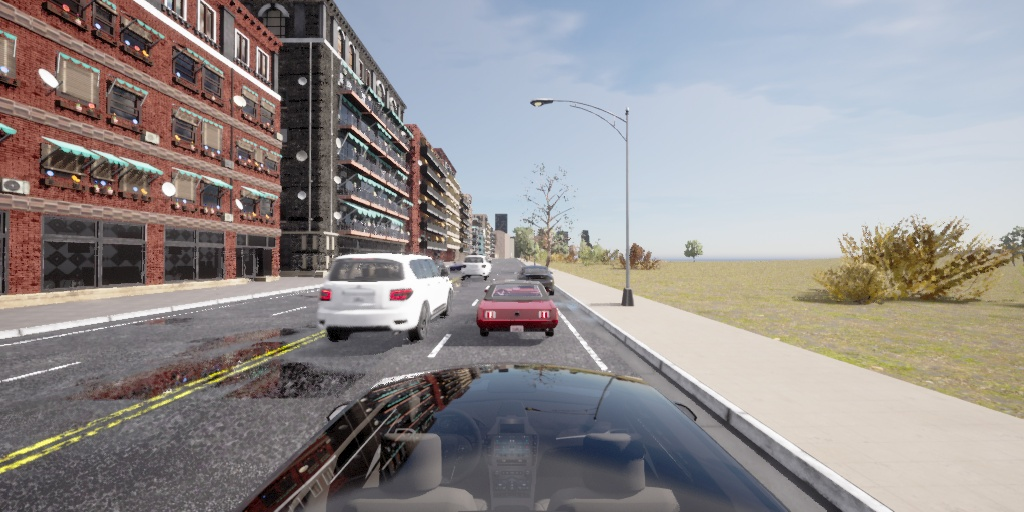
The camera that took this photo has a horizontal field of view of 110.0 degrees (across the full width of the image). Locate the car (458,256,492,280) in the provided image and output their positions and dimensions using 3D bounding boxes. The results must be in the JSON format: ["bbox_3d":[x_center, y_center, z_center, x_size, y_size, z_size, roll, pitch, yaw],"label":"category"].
[{"bbox_3d":[-3.039,0.977,31.271,2.150,2.045,5.566,0,0,0],"label":"car"}]

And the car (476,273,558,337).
[{"bbox_3d":[0.131,1.352,10.290,1.895,1.301,4.718,0,0,0],"label":"car"}]

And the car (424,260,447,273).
[{"bbox_3d":[-9.683,1.256,45.672,1.837,1.490,4.892,0,0,0],"label":"car"}]

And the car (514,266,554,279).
[{"bbox_3d":[1.203,1.257,19.491,1.837,1.490,4.892,0,0,0],"label":"car"}]

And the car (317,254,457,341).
[{"bbox_3d":[-3.120,0.973,10.000,2.150,2.045,5.566,0,0,0],"label":"car"}]
